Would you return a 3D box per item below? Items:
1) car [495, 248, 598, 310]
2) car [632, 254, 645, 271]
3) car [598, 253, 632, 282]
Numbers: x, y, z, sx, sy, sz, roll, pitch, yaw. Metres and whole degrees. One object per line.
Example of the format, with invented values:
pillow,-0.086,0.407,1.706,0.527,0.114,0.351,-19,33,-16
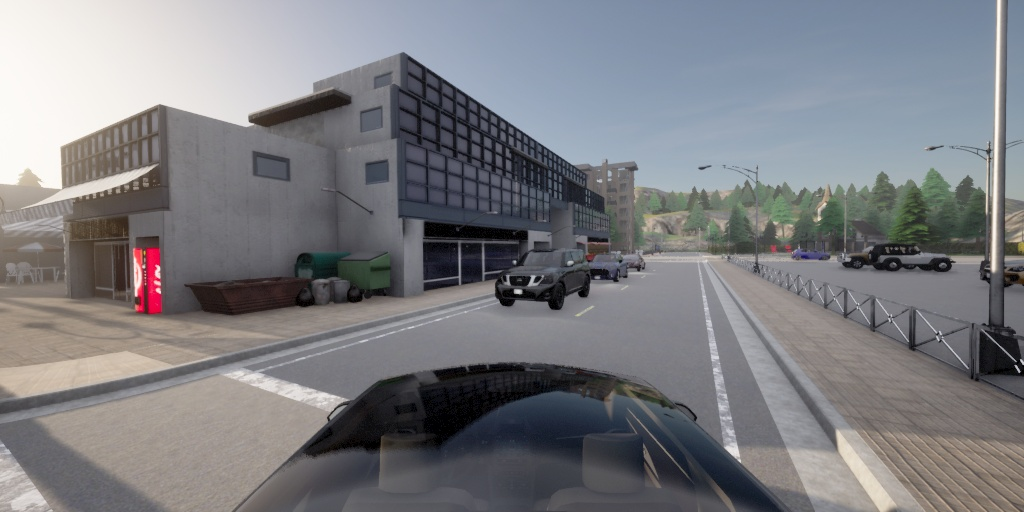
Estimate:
car,1.447,0.720,13.872,2.150,2.045,5.566,0,1,27
car,10.604,0.534,31.730,1.812,1.442,4.674,0,1,27
car,5.933,0.610,22.626,2.097,1.767,4.553,0,1,27
